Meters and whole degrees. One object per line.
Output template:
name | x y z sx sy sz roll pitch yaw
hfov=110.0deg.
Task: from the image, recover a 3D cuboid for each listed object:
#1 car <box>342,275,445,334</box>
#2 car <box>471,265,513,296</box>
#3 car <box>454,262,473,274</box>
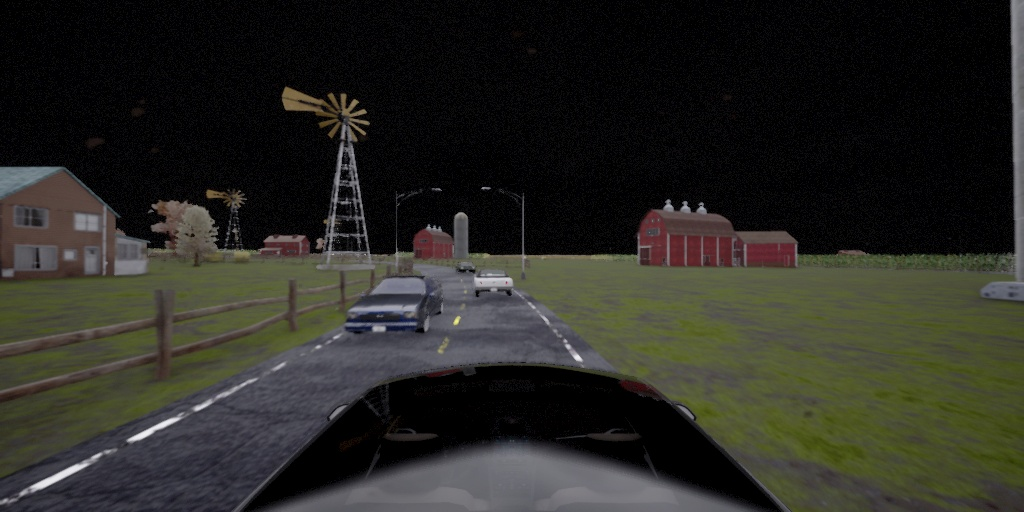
car | -3.208 1.301 10.940 2.033 1.411 5.357 0 0 -3
car | -1.126 1.347 19.443 1.895 1.301 4.718 0 0 -7
car | -5.326 1.325 40.375 1.895 1.301 4.718 0 0 -15
